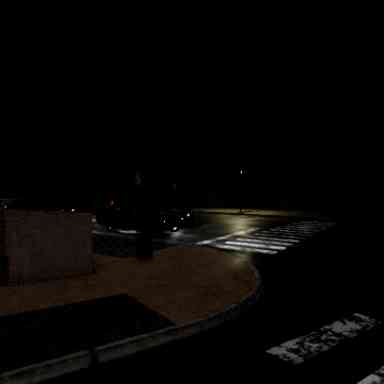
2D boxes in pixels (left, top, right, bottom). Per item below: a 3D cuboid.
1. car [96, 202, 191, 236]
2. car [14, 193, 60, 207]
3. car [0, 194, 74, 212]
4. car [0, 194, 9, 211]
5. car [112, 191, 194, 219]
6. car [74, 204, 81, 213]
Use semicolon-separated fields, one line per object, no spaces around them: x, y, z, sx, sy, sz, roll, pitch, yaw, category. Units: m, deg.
-2.647;1.385;17.032;4.718;1.301;1.895;1;1;33;car
-17.591;0.886;37.763;5.357;1.411;2.033;1;1;30;car
-10.452;1.133;21.929;4.902;1.511;2.128;1;1;31;car
-19.475;0.926;31.112;4.892;1.490;1.837;1;1;30;car
-2.587;0.947;20.816;5.566;2.045;2.150;1;1;31;car
-10.578;1.144;25.805;4.181;1.385;1.994;1;1;30;car
